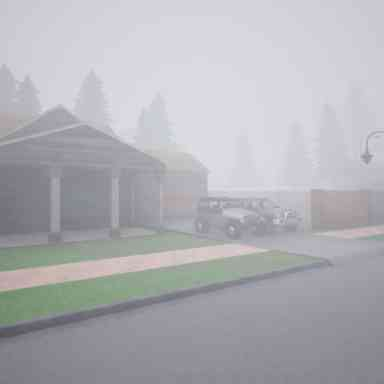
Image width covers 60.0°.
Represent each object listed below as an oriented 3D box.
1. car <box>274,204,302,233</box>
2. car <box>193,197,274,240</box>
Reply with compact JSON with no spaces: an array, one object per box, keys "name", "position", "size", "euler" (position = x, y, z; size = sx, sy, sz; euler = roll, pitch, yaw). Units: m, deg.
[{"name":"car","position":[3.525,1.174,17.906],"size":[1.932,1.855,4.605],"euler":[0,0,-36]},{"name":"car","position":[1.715,1.176,16.118],"size":[1.905,1.878,3.866],"euler":[0,0,-36]}]
